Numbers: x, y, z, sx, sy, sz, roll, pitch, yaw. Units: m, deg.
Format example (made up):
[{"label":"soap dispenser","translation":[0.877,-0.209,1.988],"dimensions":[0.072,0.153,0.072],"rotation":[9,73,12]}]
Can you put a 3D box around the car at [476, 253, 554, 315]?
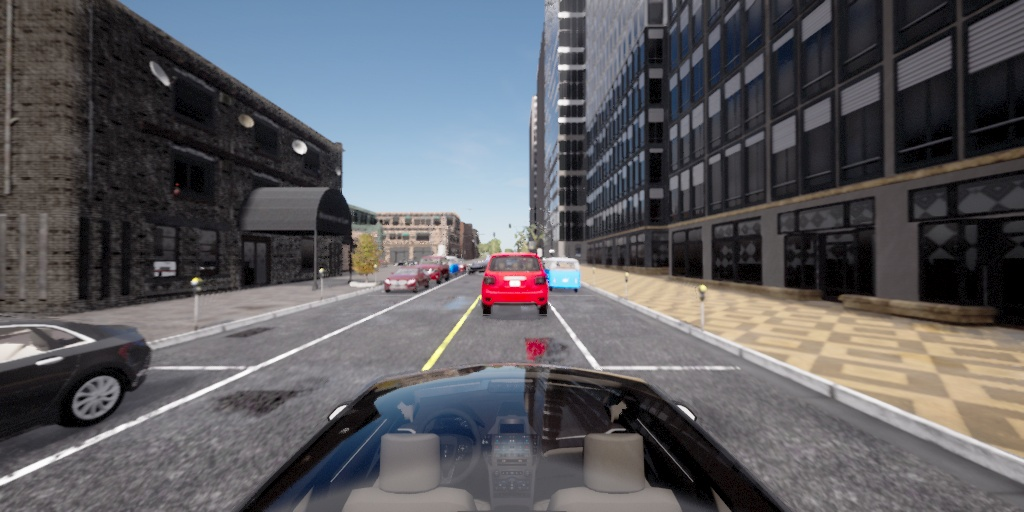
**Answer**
[{"label":"car","translation":[0.095,0.904,13.350],"dimensions":[2.150,2.045,5.566],"rotation":[0,0,0]}]

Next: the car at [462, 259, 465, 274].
[{"label":"car","translation":[-5.679,0.993,36.837],"dimensions":[1.967,1.591,4.097],"rotation":[0,0,0]}]

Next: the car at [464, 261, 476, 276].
[{"label":"car","translation":[-3.083,1.168,34.258],"dimensions":[1.895,1.301,4.718],"rotation":[0,0,0]}]

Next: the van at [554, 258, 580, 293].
[{"label":"van","translation":[2.664,0.989,19.847],"dimensions":[1.690,1.789,3.998],"rotation":[0,0,0]}]

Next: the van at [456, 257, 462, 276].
[{"label":"van","translation":[-5.680,0.925,31.193],"dimensions":[1.690,1.789,3.998],"rotation":[0,0,0]}]

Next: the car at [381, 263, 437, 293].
[{"label":"car","translation":[-5.684,1.229,19.905],"dimensions":[1.802,1.307,4.207],"rotation":[0,0,0]}]

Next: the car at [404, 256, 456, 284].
[{"label":"car","translation":[-5.682,0.931,25.549],"dimensions":[2.192,1.841,5.009],"rotation":[0,0,0]}]

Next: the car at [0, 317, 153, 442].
[{"label":"car","translation":[-5.689,1.293,2.973],"dimensions":[2.007,1.370,4.403],"rotation":[0,0,0]}]
